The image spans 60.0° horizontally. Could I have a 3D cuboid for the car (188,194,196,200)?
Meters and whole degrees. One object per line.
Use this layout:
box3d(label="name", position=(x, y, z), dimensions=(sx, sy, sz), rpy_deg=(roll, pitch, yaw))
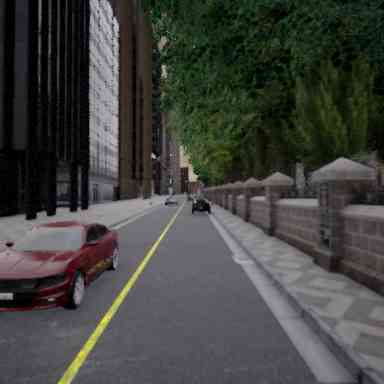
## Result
box3d(label="car", position=(-0.011, 1.189, 86.161), dimensions=(1.812, 1.442, 4.674), rpy_deg=(0, 0, 0))

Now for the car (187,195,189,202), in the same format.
box3d(label="car", position=(-0.008, 1.134, 67.932), dimensions=(2.097, 1.767, 4.553), rpy_deg=(0, 0, 0))

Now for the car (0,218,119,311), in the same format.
box3d(label="car", position=(-3.100, 1.462, 8.033), dimensions=(1.882, 1.535, 5.008), rpy_deg=(0, 0, 0))

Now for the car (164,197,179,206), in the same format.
box3d(label="car", position=(-3.062, 1.426, 51.077), dimensions=(1.994, 1.385, 4.181), rpy_deg=(0, 0, 1))

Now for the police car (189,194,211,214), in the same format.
box3d(label="police car", position=(0.895, 1.340, 34.022), dimensions=(1.930, 1.638, 5.238), rpy_deg=(0, 0, 0))

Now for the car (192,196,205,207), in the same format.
box3d(label="car", position=(0.894, 1.392, 49.917), dimensions=(1.812, 1.442, 4.674), rpy_deg=(0, 0, 0))
